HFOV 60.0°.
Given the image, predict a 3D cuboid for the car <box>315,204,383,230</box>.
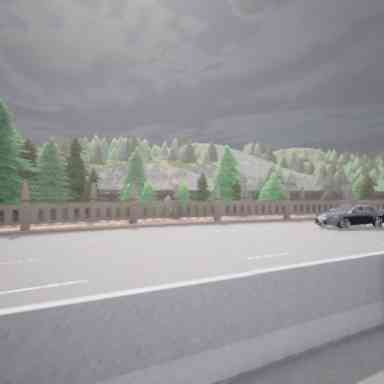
[{"bbox_3d":[10.086,1.511,21.146,4.902,1.511,2.128,0,0,-23],"label":"car"}]
